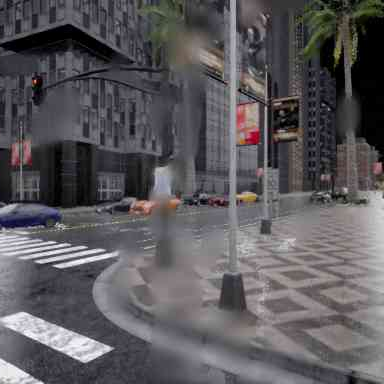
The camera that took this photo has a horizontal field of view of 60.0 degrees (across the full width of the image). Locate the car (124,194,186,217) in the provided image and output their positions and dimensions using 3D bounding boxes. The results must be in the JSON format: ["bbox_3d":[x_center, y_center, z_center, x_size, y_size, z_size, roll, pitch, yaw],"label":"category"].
[{"bbox_3d":[-2.877,0.956,26.965,2.097,1.767,4.553,0,1,35],"label":"car"}]

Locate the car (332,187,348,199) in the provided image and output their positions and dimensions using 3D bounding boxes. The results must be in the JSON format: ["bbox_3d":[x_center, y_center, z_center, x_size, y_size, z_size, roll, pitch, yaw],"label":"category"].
[{"bbox_3d":[23.628,0.231,52.801,2.150,2.045,5.566,0,1,36],"label":"car"}]

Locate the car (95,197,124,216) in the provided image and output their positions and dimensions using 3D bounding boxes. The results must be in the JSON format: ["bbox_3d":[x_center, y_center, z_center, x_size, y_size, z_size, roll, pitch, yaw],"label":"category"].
[{"bbox_3d":[-5.989,1.139,28.190,1.812,1.442,4.674,0,1,35],"label":"car"}]

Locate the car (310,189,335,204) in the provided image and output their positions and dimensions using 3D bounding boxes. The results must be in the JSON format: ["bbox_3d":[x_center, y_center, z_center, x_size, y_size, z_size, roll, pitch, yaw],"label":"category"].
[{"bbox_3d":[16.620,0.707,42.902,1.837,1.490,4.892,0,1,36],"label":"car"}]

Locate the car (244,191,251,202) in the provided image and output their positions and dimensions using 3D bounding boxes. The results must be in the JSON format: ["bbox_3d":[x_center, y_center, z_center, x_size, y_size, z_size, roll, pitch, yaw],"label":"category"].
[{"bbox_3d":[7.525,0.693,47.190,1.882,1.535,5.008,0,1,36],"label":"car"}]

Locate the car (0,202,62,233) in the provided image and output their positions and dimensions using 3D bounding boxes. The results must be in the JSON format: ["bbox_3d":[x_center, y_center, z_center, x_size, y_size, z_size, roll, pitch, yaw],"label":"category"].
[{"bbox_3d":[-9.326,1.328,17.863,1.812,1.442,4.674,0,1,35],"label":"car"}]

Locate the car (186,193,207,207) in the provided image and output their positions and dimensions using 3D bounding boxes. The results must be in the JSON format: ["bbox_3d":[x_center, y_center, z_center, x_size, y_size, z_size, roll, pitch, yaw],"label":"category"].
[{"bbox_3d":[1.004,0.881,38.057,1.882,1.535,5.008,0,1,35],"label":"car"}]

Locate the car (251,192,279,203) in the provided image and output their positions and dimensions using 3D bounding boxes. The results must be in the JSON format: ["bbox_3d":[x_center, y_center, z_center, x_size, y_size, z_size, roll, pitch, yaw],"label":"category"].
[{"bbox_3d":[10.291,0.724,45.472,1.837,1.490,4.892,0,1,36],"label":"car"}]

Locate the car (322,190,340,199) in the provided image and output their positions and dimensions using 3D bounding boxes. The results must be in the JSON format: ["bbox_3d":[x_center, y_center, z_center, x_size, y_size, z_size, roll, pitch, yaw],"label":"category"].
[{"bbox_3d":[25.715,0.352,61.362,1.882,1.535,5.008,0,1,36],"label":"car"}]

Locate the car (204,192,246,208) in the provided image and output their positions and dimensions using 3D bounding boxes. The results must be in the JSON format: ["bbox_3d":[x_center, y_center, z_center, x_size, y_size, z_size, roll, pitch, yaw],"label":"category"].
[{"bbox_3d":[3.681,1.009,36.213,1.895,1.301,4.718,0,1,35],"label":"car"}]
